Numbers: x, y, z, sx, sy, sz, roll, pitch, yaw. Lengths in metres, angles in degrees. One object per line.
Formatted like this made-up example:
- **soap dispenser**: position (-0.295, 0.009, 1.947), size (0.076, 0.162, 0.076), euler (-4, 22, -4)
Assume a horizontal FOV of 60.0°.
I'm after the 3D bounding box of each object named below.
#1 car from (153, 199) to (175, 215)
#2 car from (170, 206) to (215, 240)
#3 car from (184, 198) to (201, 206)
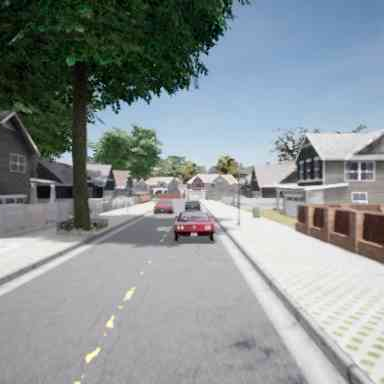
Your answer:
- **car**: position (-2.842, 1.475, 34.363), size (1.882, 1.535, 5.008), euler (0, 0, 0)
- **car**: position (0.094, 1.602, 16.911), size (1.895, 1.301, 4.718), euler (0, 0, 0)
- **car**: position (0.082, 1.487, 40.208), size (2.128, 1.511, 4.902), euler (0, 0, 0)
